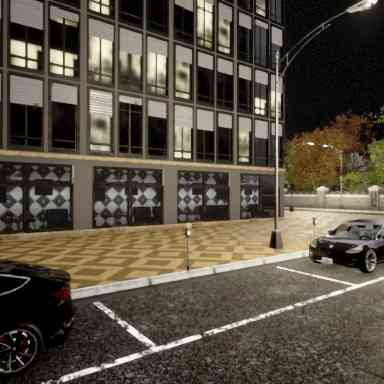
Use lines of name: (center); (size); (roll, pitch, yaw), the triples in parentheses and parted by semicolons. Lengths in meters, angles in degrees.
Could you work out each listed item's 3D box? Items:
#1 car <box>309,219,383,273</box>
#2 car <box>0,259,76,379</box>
car: (5.589, 1.562, 10.645); (4.313, 1.339, 1.947); (0, 0, -36)
car: (-3.641, 1.566, 3.960); (4.313, 1.339, 1.947); (0, 0, -36)
